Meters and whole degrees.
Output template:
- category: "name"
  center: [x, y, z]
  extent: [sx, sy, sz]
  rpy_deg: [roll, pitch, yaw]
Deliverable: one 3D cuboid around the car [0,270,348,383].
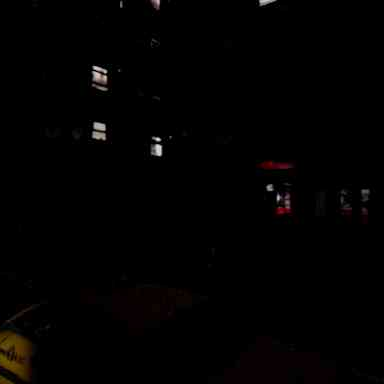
- category: "car"
  center: [-0.942, 1.527, 3.549]
  extent: [4.829, 1.417, 1.752]
  rpy_deg: [0, 0, 35]
